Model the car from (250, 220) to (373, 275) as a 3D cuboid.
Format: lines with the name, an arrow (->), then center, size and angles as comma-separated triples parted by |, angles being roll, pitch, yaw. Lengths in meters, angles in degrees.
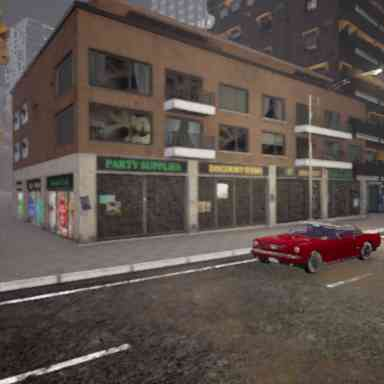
car -> 4.072, 1.619, 10.711 | 4.718, 1.301, 1.895 | 0, 0, -37

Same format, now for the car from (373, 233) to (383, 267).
car -> 7.058, 1.359, 8.891 | 4.553, 1.767, 2.097 | 0, 0, -37
